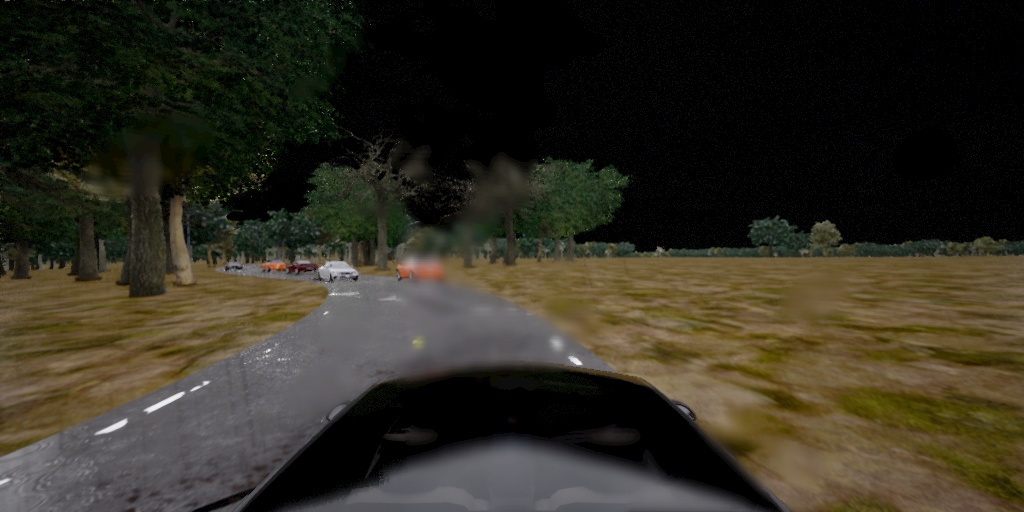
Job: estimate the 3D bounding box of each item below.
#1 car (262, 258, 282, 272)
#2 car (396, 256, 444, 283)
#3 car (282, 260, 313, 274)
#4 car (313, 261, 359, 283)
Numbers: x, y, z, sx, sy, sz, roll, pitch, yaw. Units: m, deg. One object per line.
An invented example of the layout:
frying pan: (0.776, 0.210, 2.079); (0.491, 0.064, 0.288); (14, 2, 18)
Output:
car: (-32.467, 1.221, 48.914); (4.553, 1.767, 2.097); (-1, 0, 45)
car: (-6.567, 0.889, 25.322); (2.097, 1.767, 4.553); (0, 0, -35)
car: (-24.269, 1.230, 41.287); (5.008, 1.535, 1.882); (-2, -1, 42)
car: (-12.792, 1.107, 26.246); (1.812, 1.442, 4.674); (0, 0, -42)
